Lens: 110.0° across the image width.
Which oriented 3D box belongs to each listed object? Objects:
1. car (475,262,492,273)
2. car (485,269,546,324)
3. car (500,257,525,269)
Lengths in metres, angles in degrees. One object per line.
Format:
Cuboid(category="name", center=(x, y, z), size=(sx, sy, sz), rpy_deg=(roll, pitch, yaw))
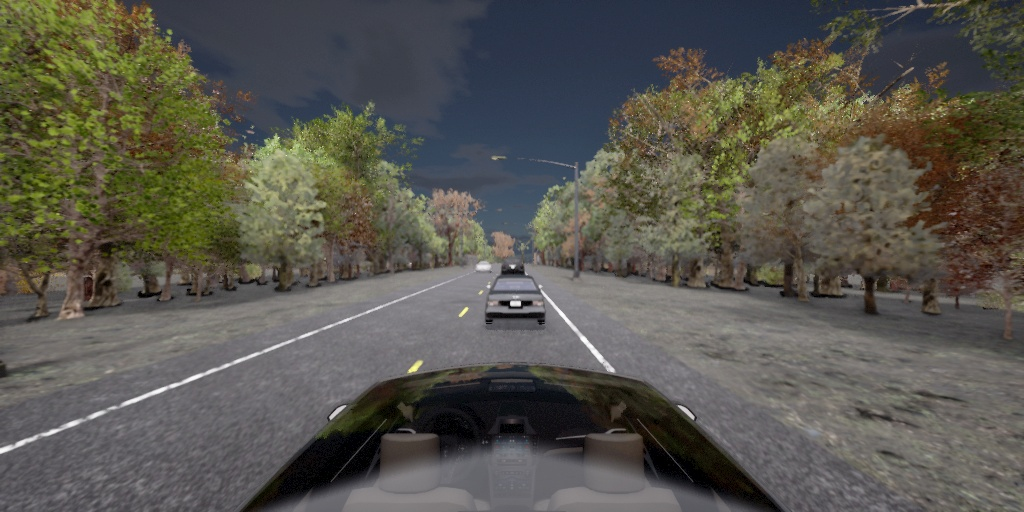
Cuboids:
Cuboid(category="car", center=(-3.611, 1.442, 46.279), size=(1.812, 1.442, 4.674), rpy_deg=(0, 0, 0))
Cuboid(category="car", center=(0.094, 1.337, 12.177), size=(2.033, 1.411, 5.357), rpy_deg=(0, 0, 0))
Cuboid(category="car", center=(0.083, 1.094, 34.401), size=(2.150, 2.045, 5.566), rpy_deg=(0, 0, 0))
